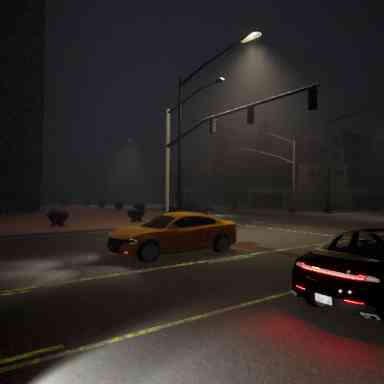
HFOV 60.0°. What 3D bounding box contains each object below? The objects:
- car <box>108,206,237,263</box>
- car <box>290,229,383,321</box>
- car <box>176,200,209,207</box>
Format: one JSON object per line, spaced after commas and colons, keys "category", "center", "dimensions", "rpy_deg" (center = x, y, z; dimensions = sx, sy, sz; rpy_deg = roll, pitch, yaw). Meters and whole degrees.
{"category": "car", "center": [-0.572, 1.494, 12.198], "dimensions": [5.008, 1.535, 1.882], "rpy_deg": [0, 0, -36]}
{"category": "car", "center": [4.080, 1.503, 6.715], "dimensions": [4.902, 1.511, 2.128], "rpy_deg": [0, 0, -35]}
{"category": "car", "center": [0.243, 1.624, 36.043], "dimensions": [2.033, 1.411, 5.357], "rpy_deg": [1, -1, -35]}
